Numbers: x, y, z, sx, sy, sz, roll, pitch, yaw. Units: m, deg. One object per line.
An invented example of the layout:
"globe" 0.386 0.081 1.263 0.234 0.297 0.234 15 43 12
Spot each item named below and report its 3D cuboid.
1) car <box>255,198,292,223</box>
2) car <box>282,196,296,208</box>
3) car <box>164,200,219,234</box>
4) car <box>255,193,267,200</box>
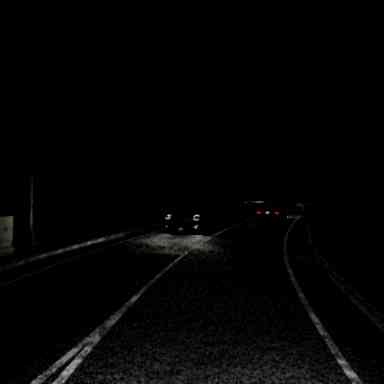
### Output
"car" 6.021 1.446 24.934 2.033 1.411 5.357 0 0 21
"car" 12.046 1.181 41.583 2.128 1.511 4.902 0 1 17
"car" 0.078 1.322 19.260 2.097 1.767 4.553 0 0 18
"car" 12.319 0.845 59.343 1.882 1.535 5.008 0 1 8
